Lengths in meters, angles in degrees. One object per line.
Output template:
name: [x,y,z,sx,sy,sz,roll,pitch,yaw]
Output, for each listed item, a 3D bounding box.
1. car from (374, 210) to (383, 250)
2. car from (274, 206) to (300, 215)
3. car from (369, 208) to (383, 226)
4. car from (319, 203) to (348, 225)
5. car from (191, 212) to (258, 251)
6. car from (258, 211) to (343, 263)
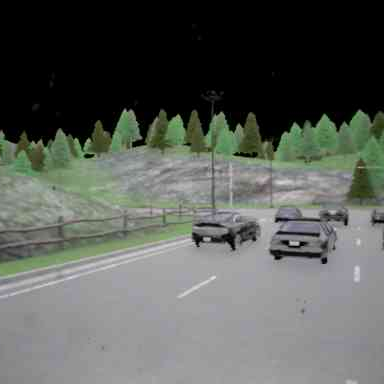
car: [7.936,1.617,11.970,2.128,1.511,4.902,0,-1,27]
car: [8.299,1.870,28.685,1.994,1.385,4.181,0,-1,21]
car: [14.542,1.862,25.149,1.895,1.301,4.718,0,-1,26]
car: [11.454,1.634,26.907,2.097,1.767,4.553,0,-1,25]
car: [1.692,1.657,15.133,2.128,1.511,4.902,0,-1,27]
car: [4.368,1.683,12.692,2.033,1.411,5.357,0,-1,27]
